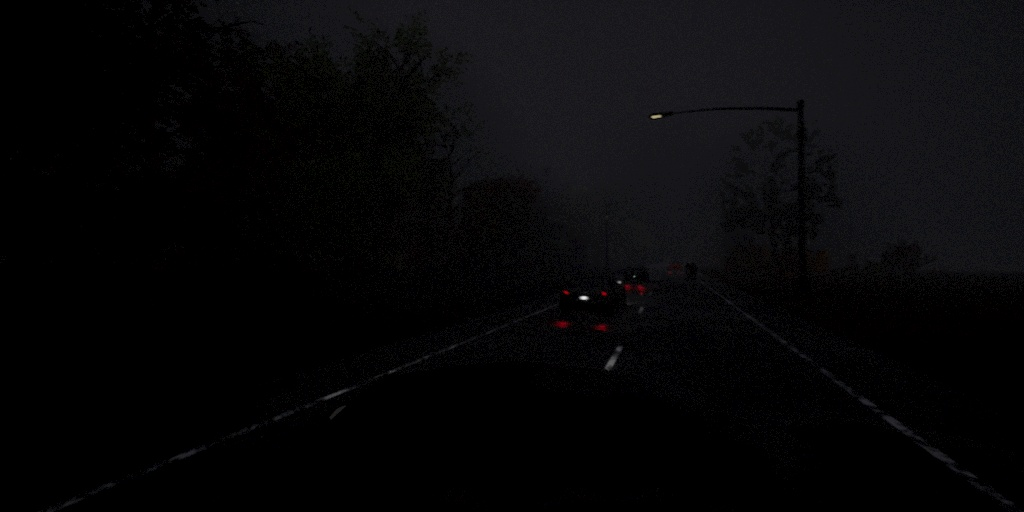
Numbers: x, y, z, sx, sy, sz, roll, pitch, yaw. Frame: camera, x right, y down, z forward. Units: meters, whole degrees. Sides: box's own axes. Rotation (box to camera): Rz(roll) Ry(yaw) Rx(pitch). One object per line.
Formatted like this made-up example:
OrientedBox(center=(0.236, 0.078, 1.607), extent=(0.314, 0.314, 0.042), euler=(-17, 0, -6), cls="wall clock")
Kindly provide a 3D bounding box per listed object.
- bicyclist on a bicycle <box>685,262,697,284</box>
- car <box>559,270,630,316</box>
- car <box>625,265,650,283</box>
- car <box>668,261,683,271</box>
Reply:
OrientedBox(center=(14.281, 1.333, 28.266), extent=(0.659, 1.776, 1.843), euler=(-1, 0, 24), cls="bicyclist on a bicycle")
OrientedBox(center=(3.279, 1.428, 14.111), extent=(1.994, 1.385, 4.181), euler=(-1, -1, 24), cls="car")
OrientedBox(center=(11.093, 1.505, 31.865), extent=(2.128, 1.511, 4.902), euler=(-1, -1, 24), cls="car")
OrientedBox(center=(26.982, 1.584, 59.274), extent=(2.097, 1.767, 4.553), euler=(-1, -1, 24), cls="car")
